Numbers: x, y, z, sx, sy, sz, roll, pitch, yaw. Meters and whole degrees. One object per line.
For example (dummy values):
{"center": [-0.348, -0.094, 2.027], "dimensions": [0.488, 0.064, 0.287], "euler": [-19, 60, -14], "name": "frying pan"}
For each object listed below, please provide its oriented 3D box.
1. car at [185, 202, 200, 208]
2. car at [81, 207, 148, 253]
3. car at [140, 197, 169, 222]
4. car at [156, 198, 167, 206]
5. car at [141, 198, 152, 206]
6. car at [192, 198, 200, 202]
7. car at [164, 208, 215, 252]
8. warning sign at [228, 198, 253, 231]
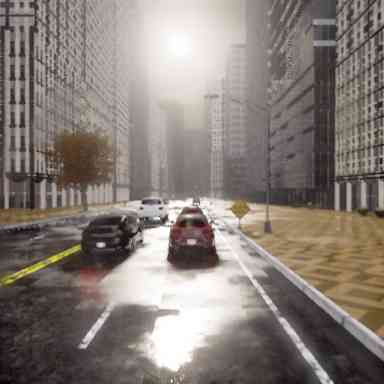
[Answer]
{"center": [-0.002, 1.838, 29.293], "dimensions": [1.994, 1.385, 4.181], "euler": [0, 0, 0], "name": "car"}
{"center": [-3.249, 1.642, 14.282], "dimensions": [1.837, 1.490, 4.892], "euler": [0, 0, 0], "name": "car"}
{"center": [-3.255, 1.488, 29.035], "dimensions": [2.150, 2.045, 5.566], "euler": [0, 0, 0], "name": "car"}
{"center": [-6.516, 2.170, 71.788], "dimensions": [1.837, 1.490, 4.892], "euler": [0, -1, 0], "name": "car"}
{"center": [-9.767, 2.148, 71.787], "dimensions": [1.882, 1.535, 5.008], "euler": [0, -1, 0], "name": "car"}
{"center": [1.117, 2.281, 85.837], "dimensions": [1.882, 1.535, 5.008], "euler": [0, -1, 0], "name": "car"}
{"center": [0.003, 1.661, 14.377], "dimensions": [1.812, 1.442, 4.674], "euler": [0, 0, 0], "name": "car"}
{"center": [2.860, 1.301, 19.817], "dimensions": [1.300, 1.860, 1.060], "euler": [1, 0, 0], "name": "warning sign"}
